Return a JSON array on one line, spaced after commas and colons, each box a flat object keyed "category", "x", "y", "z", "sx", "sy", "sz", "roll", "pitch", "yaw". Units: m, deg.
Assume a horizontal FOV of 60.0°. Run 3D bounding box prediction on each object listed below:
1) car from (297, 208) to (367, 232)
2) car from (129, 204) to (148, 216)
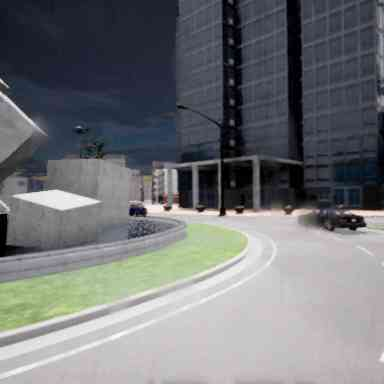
[{"category": "car", "x": 8.995, "y": 1.745, "z": 21.897, "sx": 2.033, "sy": 1.411, "sz": 5.357, "roll": 0, "pitch": -1, "yaw": -11}, {"category": "car", "x": -7.442, "y": 2.201, "z": 40.128, "sx": 4.181, "sy": 1.385, "sz": 1.994, "roll": -1, "pitch": -1, "yaw": 19}]
